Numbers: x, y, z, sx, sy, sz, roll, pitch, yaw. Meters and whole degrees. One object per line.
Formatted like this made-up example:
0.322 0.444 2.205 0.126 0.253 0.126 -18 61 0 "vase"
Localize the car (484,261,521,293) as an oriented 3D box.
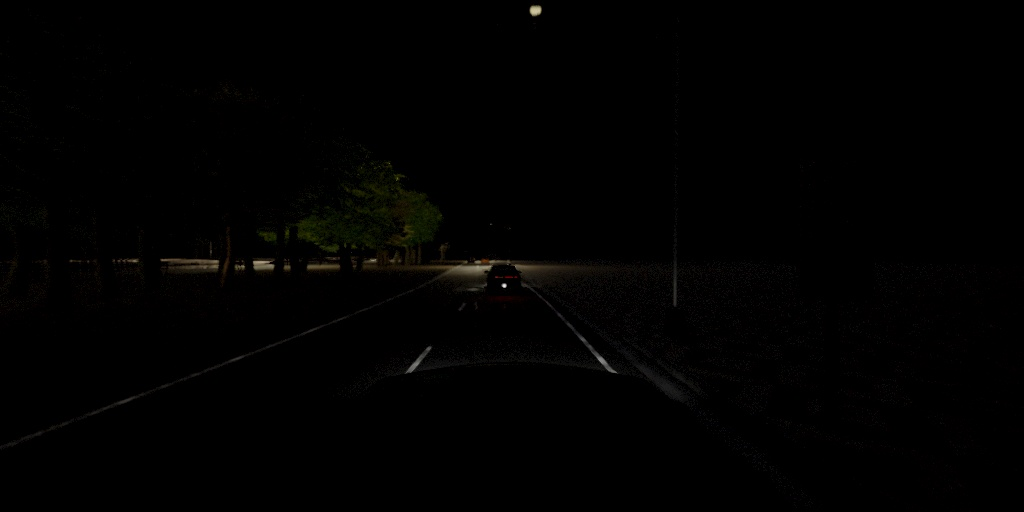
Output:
-0.533 1.256 20.836 1.837 1.490 4.892 1 0 -3 "car"
